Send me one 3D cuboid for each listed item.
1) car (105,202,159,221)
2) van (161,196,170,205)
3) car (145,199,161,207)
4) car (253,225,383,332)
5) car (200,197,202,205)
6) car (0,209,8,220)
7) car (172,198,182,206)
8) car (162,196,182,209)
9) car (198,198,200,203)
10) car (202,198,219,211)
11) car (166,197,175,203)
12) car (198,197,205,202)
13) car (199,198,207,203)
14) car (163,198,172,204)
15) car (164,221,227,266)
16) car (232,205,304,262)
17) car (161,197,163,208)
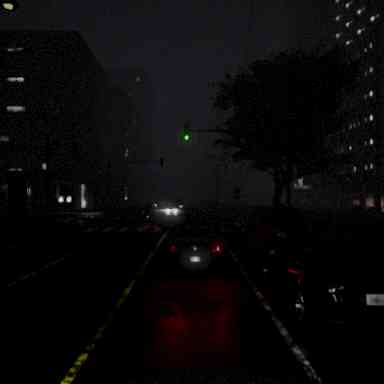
[{"bbox_3d":[-5.563,1.792,29.403,4.718,1.301,1.895,0,-1,36],"label":"car"},{"bbox_3d":[-5.699,1.847,72.476,1.690,1.788,3.998,0,0,0],"label":"van"},{"bbox_3d":[-5.695,1.849,44.812,2.008,1.369,4.403,0,0,0],"label":"car"},{"bbox_3d":[2.691,1.611,6.902,1.947,1.339,4.313,0,0,0],"label":"car"},{"bbox_3d":[2.683,1.906,56.048,1.752,1.417,4.829,0,0,0],"label":"car"},{"bbox_3d":[-16.429,1.505,25.406,4.403,1.369,2.008,1,-1,-1],"label":"car"},{"bbox_3d":[-3.010,1.955,68.758,1.882,1.535,5.008,0,0,0],"label":"car"},{"bbox_3d":[-3.077,1.850,52.938,2.128,1.511,4.902,0,-1,0],"label":"car"},{"bbox_3d":[2.681,2.088,72.475,1.802,1.307,4.206,0,0,0],"label":"car"},{"bbox_3d":[2.685,1.843,44.813,1.887,1.381,4.507,0,0,0],"label":"car"},{"bbox_3d":[-5.702,2.075,89.073,1.967,1.590,4.097,0,0,0],"label":"car"},{"bbox_3d":[2.678,2.225,94.606,1.887,1.381,4.507,0,0,0],"label":"car"},{"bbox_3d":[2.679,2.118,83.711,1.752,1.417,4.829,0,0,0],"label":"car"},{"bbox_3d":[-5.700,2.130,78.006,1.802,1.307,4.206,0,0,0],"label":"car"},{"bbox_3d":[0.098,1.678,11.883,1.895,1.301,4.718,0,0,0],"label":"car"},{"bbox_3d":[2.691,1.395,12.427,2.192,1.841,5.009,0,0,0],"label":"car"},{"bbox_3d":[-5.697,1.930,55.877,2.008,1.369,4.403,0,0,0],"label":"car"}]
